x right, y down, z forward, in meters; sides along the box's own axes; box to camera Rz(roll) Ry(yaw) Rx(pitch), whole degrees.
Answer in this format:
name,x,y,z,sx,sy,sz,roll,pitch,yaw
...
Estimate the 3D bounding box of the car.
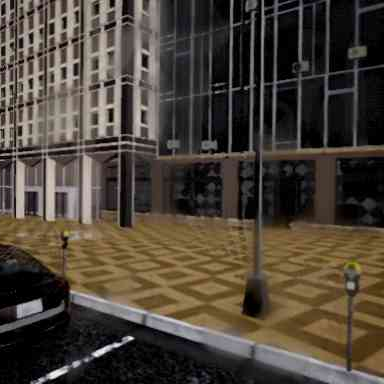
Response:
name,x,y,z,sx,sy,sz,roll,pitch,yaw
car,-3.828,1.569,5.586,4.313,1.339,1.947,0,1,35
